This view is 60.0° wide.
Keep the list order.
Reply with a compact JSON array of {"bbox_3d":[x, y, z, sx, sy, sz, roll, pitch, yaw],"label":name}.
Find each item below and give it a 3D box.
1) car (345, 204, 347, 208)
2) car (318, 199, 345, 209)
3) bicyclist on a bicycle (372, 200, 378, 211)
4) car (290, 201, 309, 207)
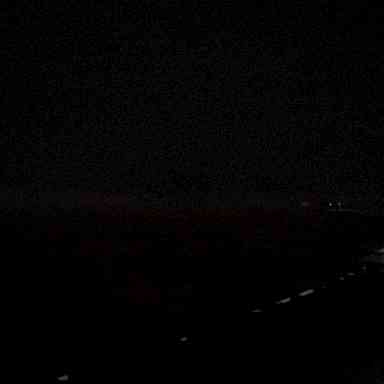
[{"bbox_3d":[26.099,2.409,60.915,1.895,1.301,4.718,2,-1,-9],"label":"car"},{"bbox_3d":[23.328,1.991,56.430,2.097,1.767,4.553,2,-1,-4],"label":"car"},{"bbox_3d":[27.398,2.034,49.769,0.659,1.776,1.843,2,-1,3],"label":"bicyclist on a bicycle"},{"bbox_3d":[23.381,2.565,72.679,1.895,1.301,4.718,2,-1,-20],"label":"car"}]
